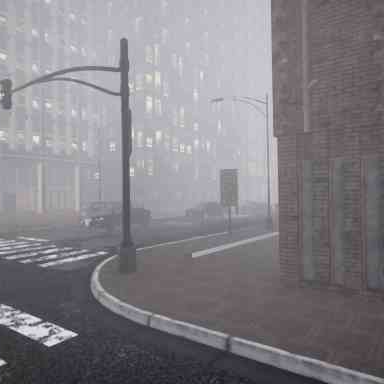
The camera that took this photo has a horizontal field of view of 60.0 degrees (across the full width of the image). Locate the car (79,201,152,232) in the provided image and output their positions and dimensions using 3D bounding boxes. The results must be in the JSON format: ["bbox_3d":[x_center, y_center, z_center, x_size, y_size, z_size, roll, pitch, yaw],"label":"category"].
[{"bbox_3d":[-4.598,1.558,20.949,2.128,1.511,4.902,-1,-1,34],"label":"car"}]

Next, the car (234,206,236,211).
[{"bbox_3d":[6.865,1.689,41.370,1.752,1.417,4.829,-2,-1,36],"label":"car"}]

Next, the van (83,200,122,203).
[{"bbox_3d":[-5.974,1.460,23.464,1.690,1.788,3.998,-2,-1,36],"label":"van"}]

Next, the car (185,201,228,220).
[{"bbox_3d":[1.329,1.563,29.197,1.882,1.535,5.008,-1,-1,36],"label":"car"}]

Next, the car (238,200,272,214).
[{"bbox_3d":[7.282,1.707,37.485,1.895,1.301,4.718,-1,-1,36],"label":"car"}]
